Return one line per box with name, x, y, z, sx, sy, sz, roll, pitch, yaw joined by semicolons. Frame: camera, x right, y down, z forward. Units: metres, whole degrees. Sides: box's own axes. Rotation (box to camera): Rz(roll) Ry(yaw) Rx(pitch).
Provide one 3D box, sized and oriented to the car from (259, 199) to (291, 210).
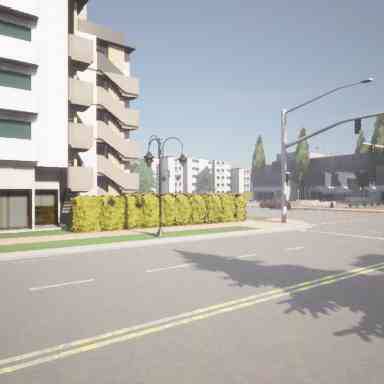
car;10.791;1.564;43.299;1.994;1.385;4.181;0;0;-37
